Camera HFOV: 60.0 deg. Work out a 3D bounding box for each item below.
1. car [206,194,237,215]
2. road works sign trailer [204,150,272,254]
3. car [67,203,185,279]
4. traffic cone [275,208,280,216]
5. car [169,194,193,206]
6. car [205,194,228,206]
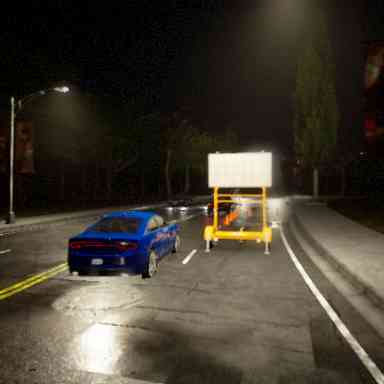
[{"bbox_3d":[2.537,1.053,27.574,1.812,1.442,4.674,0,1,16],"label":"car"},{"bbox_3d":[1.824,0.239,12.607,2.380,3.560,2.880,0,1,13],"label":"road works sign trailer"},{"bbox_3d":[-1.661,1.320,9.671,1.882,1.535,5.008,0,1,9],"label":"car"},{"bbox_3d":[6.395,1.489,24.913,0.340,0.580,0.340,0,1,14],"label":"traffic cone"},{"bbox_3d":[-1.197,0.924,38.678,1.812,1.442,4.674,0,1,17],"label":"car"},{"bbox_3d":[3.138,0.919,41.836,1.895,1.301,4.718,0,1,17],"label":"car"}]
